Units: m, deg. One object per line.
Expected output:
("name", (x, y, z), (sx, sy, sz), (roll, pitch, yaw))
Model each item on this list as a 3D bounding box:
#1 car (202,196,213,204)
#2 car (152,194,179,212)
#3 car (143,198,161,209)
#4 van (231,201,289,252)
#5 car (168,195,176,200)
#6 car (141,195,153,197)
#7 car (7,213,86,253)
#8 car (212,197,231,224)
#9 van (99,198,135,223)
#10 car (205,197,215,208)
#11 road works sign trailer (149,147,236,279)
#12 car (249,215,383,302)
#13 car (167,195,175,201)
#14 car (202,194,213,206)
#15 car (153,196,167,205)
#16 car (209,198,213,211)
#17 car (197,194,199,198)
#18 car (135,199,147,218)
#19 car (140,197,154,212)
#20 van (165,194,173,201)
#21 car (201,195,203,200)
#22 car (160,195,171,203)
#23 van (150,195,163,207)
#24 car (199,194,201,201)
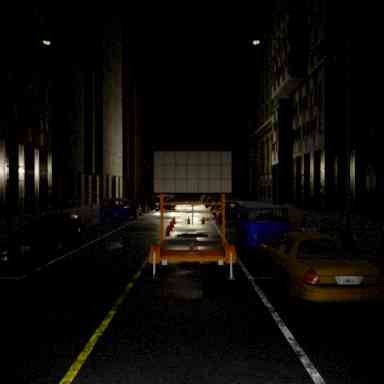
("car", (2.903, 1.554, 64.382), (1.887, 1.381, 4.507), (0, 0, 0))
("car", (-3.007, 1.357, 38.603), (2.097, 1.767, 4.553), (0, 0, 0))
("car", (-5.660, 1.551, 47.482), (1.887, 1.381, 4.507), (0, 0, 0))
("van", (2.789, 1.342, 13.655), (1.690, 1.788, 3.998), (0, 0, 0))
("car", (-5.560, 1.569, 92.575), (2.008, 1.369, 4.403), (0, 0, 0))
("car", (-5.673, 1.320, 41.845), (2.192, 1.841, 5.009), (0, 0, 0))
("car", (-5.735, 1.567, 13.661), (1.947, 1.339, 4.313), (0, 0, 0))
("car", (2.815, 1.442, 24.928), (1.967, 1.590, 4.097), (0, 0, 0))
("van", (-5.711, 1.344, 24.935), (1.690, 1.788, 3.998), (0, 0, 0))
("car", (2.840, 1.555, 36.200), (2.008, 1.369, 4.403), (0, 0, 0))
("road works sign trailer", (0.022, 0.464, 9.977), (2.380, 3.560, 2.880), (0, 0, 0))
("car", (2.778, 1.525, 8.189), (1.752, 1.417, 4.829), (0, 0, 0))
("car", (-5.573, 1.541, 86.769), (1.752, 1.417, 4.829), (0, 0, 0))
("car", (2.865, 1.446, 47.472), (1.967, 1.590, 4.097), (0, 0, 0))
("car", (-5.635, 1.449, 58.755), (1.967, 1.590, 4.097), (0, 0, 0))
("car", (2.828, 1.529, 30.734), (1.752, 1.417, 4.829), (0, 0, 0))
("car", (2.940, 1.454, 81.290), (1.967, 1.590, 4.097), (0, 0, 0))
("car", (-5.697, 1.569, 30.572), (1.947, 1.339, 4.313), (0, 0, 0))
("car", (-5.685, 1.570, 36.208), (1.947, 1.339, 4.313), (0, 0, 0))
("van", (-5.585, 1.355, 81.302), (1.690, 1.788, 3.998), (0, 0, 0))
("car", (2.878, 1.573, 53.109), (1.947, 1.339, 4.313), (0, 0, 0))
("car", (-5.610, 1.451, 70.029), (1.967, 1.590, 4.097), (0, 0, 0))
("van", (-5.648, 1.349, 53.119), (1.690, 1.788, 3.998), (0, 0, 0))
("car", (2.890, 1.324, 58.746), (2.192, 1.841, 5.009), (0, 0, 0))
